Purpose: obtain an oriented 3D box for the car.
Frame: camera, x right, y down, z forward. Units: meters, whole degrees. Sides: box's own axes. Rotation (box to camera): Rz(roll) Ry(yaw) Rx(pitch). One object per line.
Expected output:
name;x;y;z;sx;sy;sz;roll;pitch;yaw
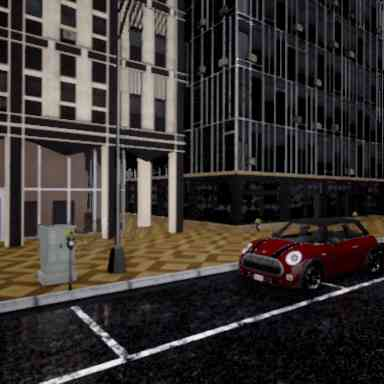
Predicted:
car;3.163;1.442;8.809;4.097;1.590;1.967;0;0;-35
